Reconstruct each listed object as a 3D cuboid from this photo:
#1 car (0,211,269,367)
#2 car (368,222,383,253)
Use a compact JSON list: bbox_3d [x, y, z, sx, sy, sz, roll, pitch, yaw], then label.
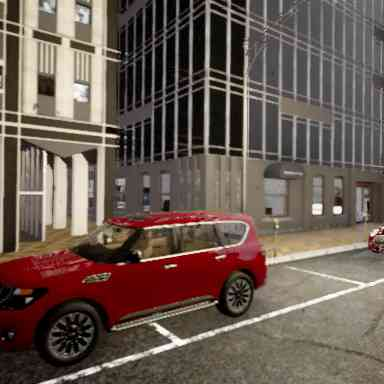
[{"bbox_3d":[-0.783,1.329,5.989,5.009,1.841,2.192,0,0,-35],"label":"car"},{"bbox_3d":[8.456,1.509,12.582,4.097,1.590,1.967,0,0,-35],"label":"car"}]
